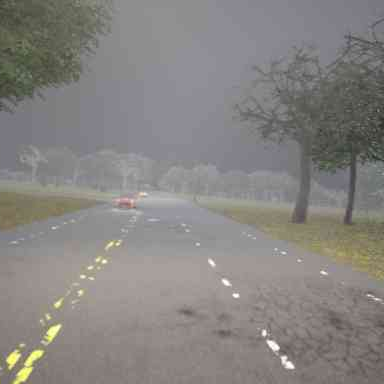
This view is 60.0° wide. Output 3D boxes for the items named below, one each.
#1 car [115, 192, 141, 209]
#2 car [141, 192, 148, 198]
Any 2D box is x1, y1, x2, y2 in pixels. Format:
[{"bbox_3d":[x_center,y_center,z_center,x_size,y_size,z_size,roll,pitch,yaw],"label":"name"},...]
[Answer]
[{"bbox_3d":[-7.217,0.925,36.970,2.097,1.767,4.553,4,0,-6],"label":"car"},{"bbox_3d":[-11.772,0.638,80.602,1.882,1.535,5.008,4,0,-6],"label":"car"}]
